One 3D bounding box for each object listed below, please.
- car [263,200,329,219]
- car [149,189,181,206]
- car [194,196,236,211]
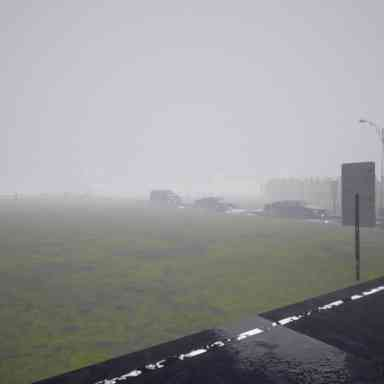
[{"bbox_3d":[8.324,1.330,27.295,2.033,1.411,5.357,-1,1,-36],"label":"car"},{"bbox_3d":[-3.645,0.695,44.060,2.150,2.045,5.566,-1,1,-35],"label":"car"},{"bbox_3d":[2.345,1.177,35.660,2.033,1.411,5.357,-1,1,-36],"label":"car"}]
